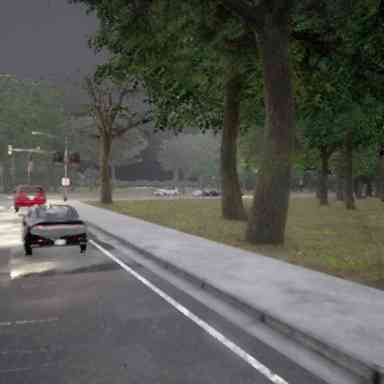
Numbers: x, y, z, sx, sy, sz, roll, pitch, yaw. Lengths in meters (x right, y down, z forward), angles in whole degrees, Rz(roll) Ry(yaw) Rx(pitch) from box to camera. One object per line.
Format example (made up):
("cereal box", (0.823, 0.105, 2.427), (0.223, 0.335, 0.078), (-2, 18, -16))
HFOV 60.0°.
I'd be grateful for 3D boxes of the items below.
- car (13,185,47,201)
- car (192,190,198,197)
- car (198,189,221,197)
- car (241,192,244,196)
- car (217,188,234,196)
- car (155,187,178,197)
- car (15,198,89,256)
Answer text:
("car", (-12.890, 0.469, 26.500), (2.150, 2.045, 5.566), (1, 1, -28))
("car", (1.914, 0.318, 73.934), (1.812, 1.442, 4.674), (2, 1, 39))
("car", (4.197, 0.360, 71.589), (1.882, 1.535, 5.008), (2, 1, 39))
("car", (10.760, 0.316, 79.696), (2.128, 1.511, 4.902), (2, 1, 39))
("car", (8.219, 0.057, 81.713), (2.097, 1.767, 4.553), (2, 1, 39))
("car", (-5.296, -0.082, 70.191), (2.150, 2.045, 5.566), (2, 1, 39))
("car", (-4.945, 1.182, 11.753), (2.128, 1.511, 4.902), (1, 1, -28))
